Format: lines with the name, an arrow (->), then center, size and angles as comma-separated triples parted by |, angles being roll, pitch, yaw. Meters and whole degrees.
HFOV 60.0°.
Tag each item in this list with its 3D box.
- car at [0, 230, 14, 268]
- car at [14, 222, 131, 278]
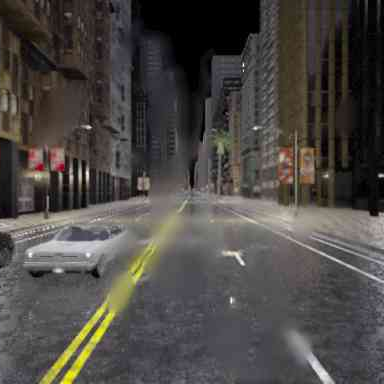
car -> -6.553, 1.575, 8.795 | 1.812, 1.442, 4.674 | 0, -1, 0
car -> -3.291, 1.658, 10.444 | 1.895, 1.301, 4.718 | 0, 0, 1
